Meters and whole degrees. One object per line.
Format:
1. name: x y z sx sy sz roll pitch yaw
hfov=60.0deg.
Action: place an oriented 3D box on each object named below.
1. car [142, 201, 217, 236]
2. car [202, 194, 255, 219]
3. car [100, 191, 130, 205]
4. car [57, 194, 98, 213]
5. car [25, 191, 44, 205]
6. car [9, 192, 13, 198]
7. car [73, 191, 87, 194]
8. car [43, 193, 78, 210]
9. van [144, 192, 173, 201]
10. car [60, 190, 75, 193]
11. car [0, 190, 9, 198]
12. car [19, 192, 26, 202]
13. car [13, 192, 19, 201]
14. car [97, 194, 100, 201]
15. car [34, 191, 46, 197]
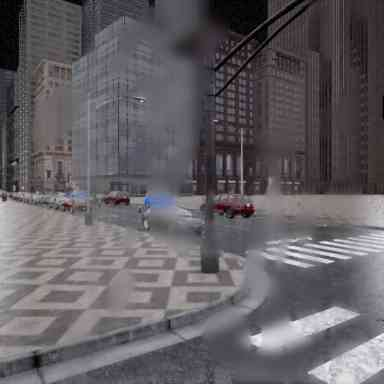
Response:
1. car: -1.031 1.367 16.981 2.008 1.369 4.403 1 0 -36
2. car: 2.748 1.050 26.367 2.192 1.841 5.009 1 0 -36
3. car: -9.939 0.766 44.144 2.192 1.841 5.009 1 0 -36
4. car: -10.544 1.139 30.311 1.887 1.381 4.507 1 0 -36
5. car: -20.058 0.939 43.642 2.008 1.369 4.403 1 0 -36
6. car: -29.572 0.747 56.973 1.887 1.381 4.507 1 0 -36
7. car: -16.159 0.967 48.414 1.895 1.301 4.718 0 1 -36
8. car: -13.715 1.074 34.754 2.008 1.369 4.403 1 0 -36
9. van: -3.596 0.931 35.255 1.690 1.788 3.998 1 0 -36
10. car: -21.881 0.778 56.432 1.812 1.442 4.674 0 1 -35
11. car: -39.085 0.610 70.303 1.947 1.339 4.313 1 0 -36
12. car: -23.229 0.874 48.086 2.008 1.369 4.403 1 0 -36
13. car: -26.399 0.702 52.529 1.967 1.590 4.097 1 0 -36
14. car: -13.114 0.934 48.589 2.008 1.369 4.403 1 0 -36
15. car: -38.487 0.495 84.139 1.887 1.381 4.507 0 0 -36
